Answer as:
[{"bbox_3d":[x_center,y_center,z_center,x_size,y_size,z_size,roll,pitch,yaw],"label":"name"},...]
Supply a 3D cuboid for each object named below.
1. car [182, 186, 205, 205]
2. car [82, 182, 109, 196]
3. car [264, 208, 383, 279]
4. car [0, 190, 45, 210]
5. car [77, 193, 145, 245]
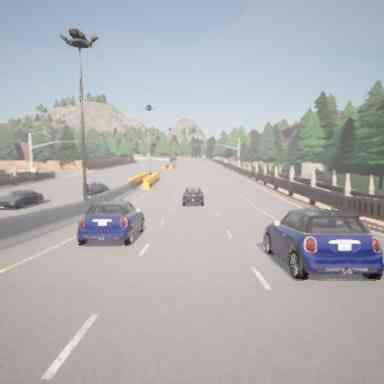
[{"bbox_3d":[0.112,0.232,29.938,2.128,1.511,4.902,0,6,0],"label":"car"},{"bbox_3d":[-10.562,-0.414,36.472,1.994,1.385,4.181,0,7,0],"label":"car"},{"bbox_3d":[3.604,1.274,9.972,2.097,1.767,4.553,0,1,0],"label":"car"},{"bbox_3d":[-14.083,0.528,27.366,2.033,1.411,5.357,0,5,0],"label":"car"},{"bbox_3d":[-3.395,1.134,14.715,2.097,1.767,4.553,0,2,0],"label":"car"}]
